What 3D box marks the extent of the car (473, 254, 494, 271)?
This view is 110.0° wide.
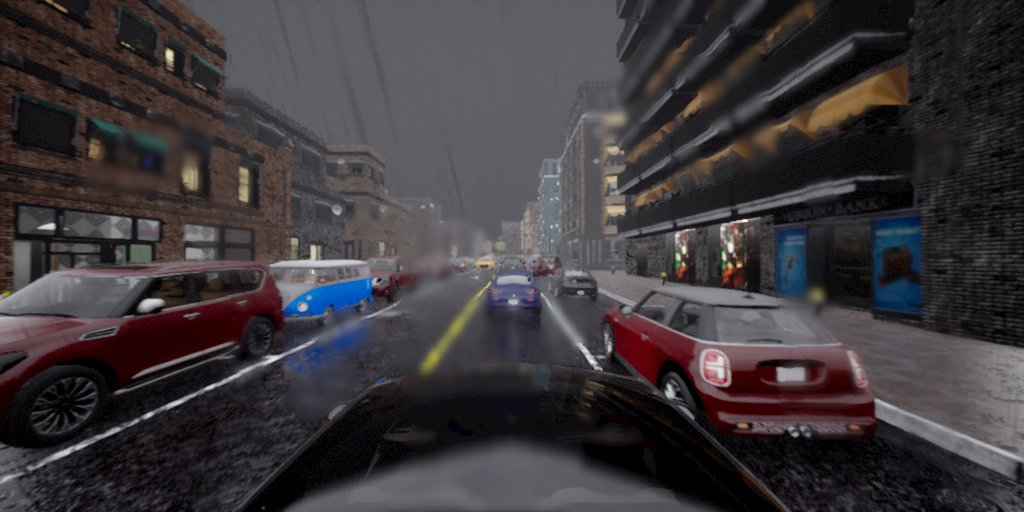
[{"bbox_3d":[-3.098,0.888,42.344,1.882,1.535,5.008,0,0,0],"label":"car"}]

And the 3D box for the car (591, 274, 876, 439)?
[{"bbox_3d":[2.691,1.159,5.419,1.967,1.591,4.097,0,0,0],"label":"car"}]

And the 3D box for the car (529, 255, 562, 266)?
[{"bbox_3d":[2.686,0.854,27.046,2.192,1.841,5.009,0,0,0],"label":"car"}]

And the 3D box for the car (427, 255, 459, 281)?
[{"bbox_3d":[-5.695,0.853,27.052,2.192,1.841,5.009,0,0,0],"label":"car"}]

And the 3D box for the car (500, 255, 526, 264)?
[{"bbox_3d":[0.078,0.872,29.288,2.097,1.767,4.553,0,0,0],"label":"car"}]

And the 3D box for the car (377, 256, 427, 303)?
[{"bbox_3d":[-5.692,0.944,16.238,2.192,1.841,5.009,0,0,0],"label":"car"}]

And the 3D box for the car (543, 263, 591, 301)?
[{"bbox_3d":[2.689,1.180,16.232,2.007,1.370,4.403,0,0,0],"label":"car"}]

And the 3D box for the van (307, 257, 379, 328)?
[{"bbox_3d":[-5.691,1.015,10.831,1.690,1.789,3.998,0,0,0],"label":"van"}]

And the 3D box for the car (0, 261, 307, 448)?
[{"bbox_3d":[-5.690,1.034,5.424,2.192,1.841,5.009,0,0,0],"label":"car"}]

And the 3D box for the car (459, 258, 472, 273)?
[{"bbox_3d":[-5.697,0.888,37.866,1.967,1.591,4.097,0,0,0],"label":"car"}]

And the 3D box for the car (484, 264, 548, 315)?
[{"bbox_3d":[0.077,1.183,12.902,1.812,1.442,4.674,0,1,0],"label":"car"}]
